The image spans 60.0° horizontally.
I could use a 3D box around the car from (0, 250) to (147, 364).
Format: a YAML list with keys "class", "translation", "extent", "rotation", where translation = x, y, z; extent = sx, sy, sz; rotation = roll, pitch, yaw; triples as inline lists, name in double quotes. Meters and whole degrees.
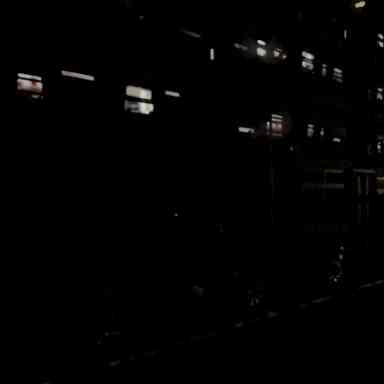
- class: "car"
  translation: [-2.725, 1.569, 4.628]
  extent: [4.313, 1.339, 1.947]
  rotation: [0, -1, -35]

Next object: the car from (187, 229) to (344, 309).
- class: "car"
  translation: [1.901, 1.607, 7.930]
  extent: [4.313, 1.339, 1.947]
  rotation: [0, -1, -35]
